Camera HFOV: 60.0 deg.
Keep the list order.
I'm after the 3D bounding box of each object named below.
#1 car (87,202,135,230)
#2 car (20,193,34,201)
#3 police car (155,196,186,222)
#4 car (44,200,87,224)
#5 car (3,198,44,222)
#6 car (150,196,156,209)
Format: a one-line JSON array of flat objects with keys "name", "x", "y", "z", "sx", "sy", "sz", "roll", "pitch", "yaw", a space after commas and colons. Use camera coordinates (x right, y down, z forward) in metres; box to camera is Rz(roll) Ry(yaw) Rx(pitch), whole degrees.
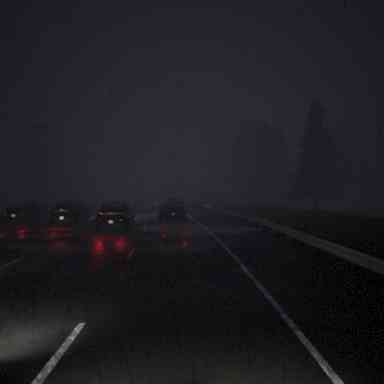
[{"name": "car", "x": -4.550, "y": 1.349, "z": 20.062, "sx": 2.128, "sy": 1.511, "sz": 4.902, "roll": 0, "pitch": 0, "yaw": -6}, {"name": "car", "x": -34.118, "y": 1.015, "z": 68.873, "sx": 1.882, "sy": 1.535, "sz": 5.008, "roll": 0, "pitch": 0, "yaw": -20}, {"name": "police car", "x": -1.528, "y": 1.247, "z": 24.467, "sx": 1.930, "sy": 1.638, "sz": 5.238, "roll": 0, "pitch": 0, "yaw": -6}, {"name": "car", "x": -8.404, "y": 1.345, "z": 23.130, "sx": 1.837, "sy": 1.490, "sz": 4.892, "roll": 0, "pitch": 0, "yaw": -7}, {"name": "car", "x": -12.062, "y": 1.362, "z": 24.261, "sx": 1.812, "sy": 1.442, "sz": 4.674, "roll": 0, "pitch": 0, "yaw": -7}, {"name": "car", "x": -4.083, "y": 1.234, "z": 40.563, "sx": 1.812, "sy": 1.442, "sz": 4.674, "roll": 0, "pitch": 0, "yaw": -11}]
